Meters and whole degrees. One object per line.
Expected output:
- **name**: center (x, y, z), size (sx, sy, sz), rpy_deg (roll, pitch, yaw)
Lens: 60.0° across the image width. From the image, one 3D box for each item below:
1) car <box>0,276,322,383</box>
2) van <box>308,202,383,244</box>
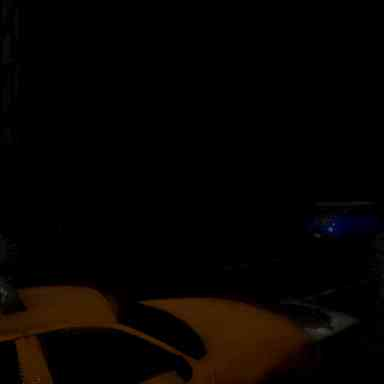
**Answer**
- **car**: center (-1.114, 1.455, 2.639), size (5.366, 1.575, 1.801), rpy_deg (0, 0, -35)
- **van**: center (7.074, 1.342, 15.444), size (3.998, 1.788, 1.690), rpy_deg (0, 0, -36)
